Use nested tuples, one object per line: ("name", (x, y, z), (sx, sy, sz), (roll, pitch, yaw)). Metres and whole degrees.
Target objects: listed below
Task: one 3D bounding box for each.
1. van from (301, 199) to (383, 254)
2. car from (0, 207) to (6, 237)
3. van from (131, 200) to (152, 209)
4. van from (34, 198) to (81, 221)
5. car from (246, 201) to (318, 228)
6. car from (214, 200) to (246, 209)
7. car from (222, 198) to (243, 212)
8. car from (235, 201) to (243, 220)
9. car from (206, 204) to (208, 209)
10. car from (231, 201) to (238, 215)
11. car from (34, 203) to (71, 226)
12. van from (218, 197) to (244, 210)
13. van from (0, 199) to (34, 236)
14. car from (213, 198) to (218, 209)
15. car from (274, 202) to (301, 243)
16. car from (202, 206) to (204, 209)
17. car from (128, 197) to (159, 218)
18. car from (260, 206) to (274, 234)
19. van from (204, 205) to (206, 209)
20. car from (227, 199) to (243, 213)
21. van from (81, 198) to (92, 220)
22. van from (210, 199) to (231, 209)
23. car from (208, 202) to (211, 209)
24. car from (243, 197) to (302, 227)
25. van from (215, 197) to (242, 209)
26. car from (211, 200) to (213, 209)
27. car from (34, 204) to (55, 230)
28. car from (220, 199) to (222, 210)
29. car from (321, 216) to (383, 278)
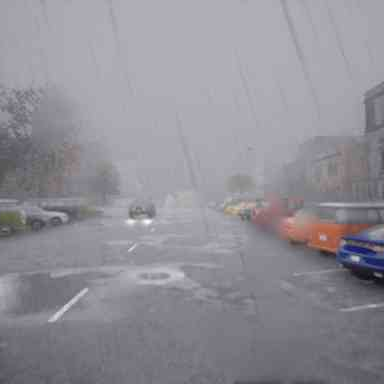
("van", (6.524, 1.359, 12.160), (4.442, 1.987, 1.878), (1, -1, -20))
("car", (-11.398, 1.648, 15.104), (4.674, 1.452, 2.002), (-1, 0, -20))
("van", (-11.519, 2.920, 75.729), (4.442, 1.987, 1.878), (1, -4, -21))
("van", (-11.516, 1.505, 26.842), (4.442, 1.987, 1.878), (-1, 0, -20))
("car", (6.444, 1.571, 23.851), (4.553, 1.767, 2.185), (1, 0, -20))
("car", (6.341, 2.127, 56.114), (4.892, 1.521, 2.231), (1, -2, -20))
("car", (6.580, 1.865, 38.572), (5.366, 1.575, 1.946), (1, -1, -20))
("car", (6.401, 1.730, 26.780), (4.892, 1.521, 2.231), (1, -1, -20))
("car", (6.246, 2.779, 70.721), (5.008, 1.535, 2.097), (2, -4, -21))
("car", (6.375, 1.791, 29.706), (4.792, 1.488, 2.163), (1, 0, -20))
("car", (-11.409, 1.737, 23.943), (4.674, 1.452, 2.002), (-1, -1, -20))
("van", (6.291, 1.707, 44.334), (4.442, 1.987, 1.878), (1, 0, -20))
("van", (-11.298, 1.410, 18.099), (4.442, 1.987, 1.878), (-1, -1, -20))
("car", (6.215, 1.963, 47.247), (5.366, 1.575, 1.946), (1, -1, -20))
("car", (6.384, 1.482, 15.041), (4.553, 1.767, 2.185), (1, -1, -20))
("car", (5.902, 4.523, 94.109), (4.553, 1.767, 2.185), (3, -6, -21))
("car", (-5.028, 1.554, 34.284), (2.150, 2.045, 5.566), (0, -1, 0))
("car", (6.413, 1.677, 17.977), (4.674, 1.452, 2.002), (1, 0, -20))
("van", (6.174, 3.668, 85.397), (4.442, 1.987, 1.878), (3, -5, -21))
("car", (6.581, 1.795, 32.711), (5.366, 1.575, 1.946), (1, -1, -20))
("van", (-11.300, 1.536, 29.875), (4.442, 1.987, 1.878), (-1, -1, -20))
("van", (6.321, 2.750, 73.702), (4.442, 1.987, 1.878), (2, -5, -21))
("car", (6.462, 2.461, 64.948), (5.366, 1.575, 1.946), (2, -3, -20))
("car", (6.439, 1.416, 20.929), (5.566, 2.045, 2.435), (1, -1, -20))
("van", (6.444, 1.995, 59.084), (4.442, 1.987, 1.878), (2, -3, -20))
("car", (6.357, 1.754, 50.241), (5.566, 2.045, 2.435), (1, -1, -20))
("car", (-11.406, 1.707, 20.998), (4.674, 1.452, 2.002), (-1, -1, -20))
("car", (6.428, 1.930, 41.455), (4.792, 1.488, 2.163), (1, -1, -20))
("car", (6.407, 1.557, 9.181), (5.008, 1.535, 2.097), (1, -1, -20))
